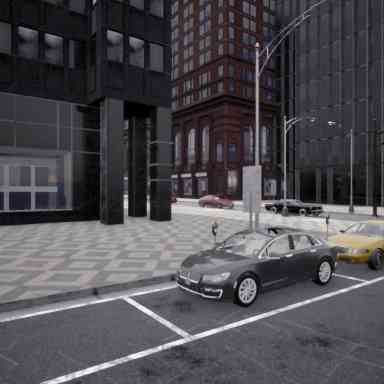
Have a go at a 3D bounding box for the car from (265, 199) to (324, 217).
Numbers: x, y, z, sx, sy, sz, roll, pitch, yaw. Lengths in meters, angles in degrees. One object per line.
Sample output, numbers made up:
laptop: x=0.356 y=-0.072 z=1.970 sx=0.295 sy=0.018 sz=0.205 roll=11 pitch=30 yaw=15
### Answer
car: x=8.412 y=1.294 z=27.571 sx=1.895 sy=1.301 sz=4.718 roll=0 pitch=1 yaw=-36

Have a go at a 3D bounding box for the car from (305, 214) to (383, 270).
car: x=6.029 y=1.526 z=10.983 sx=4.829 sy=1.417 sz=1.752 roll=0 pitch=0 yaw=-36

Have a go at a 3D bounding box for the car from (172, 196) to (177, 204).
car: x=-3.837 y=0.791 z=44.473 sx=1.882 sy=1.535 sz=5.008 roll=0 pitch=1 yaw=-36

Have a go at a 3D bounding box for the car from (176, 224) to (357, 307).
car: x=1.688 y=1.551 z=7.869 sx=4.403 sy=1.369 sz=2.008 roll=0 pitch=0 yaw=-36

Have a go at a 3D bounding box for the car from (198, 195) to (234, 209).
car: x=2.520 y=1.033 z=35.691 sx=1.812 sy=1.442 sz=4.674 roll=0 pitch=1 yaw=-36
